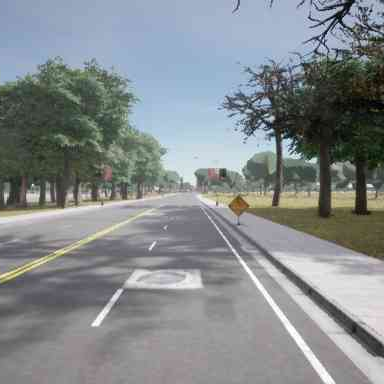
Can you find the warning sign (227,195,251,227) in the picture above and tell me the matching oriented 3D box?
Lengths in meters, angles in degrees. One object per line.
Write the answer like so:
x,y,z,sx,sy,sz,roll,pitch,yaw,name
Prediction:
2.806,1.120,19.982,1.300,1.860,1.060,0,0,0,warning sign
